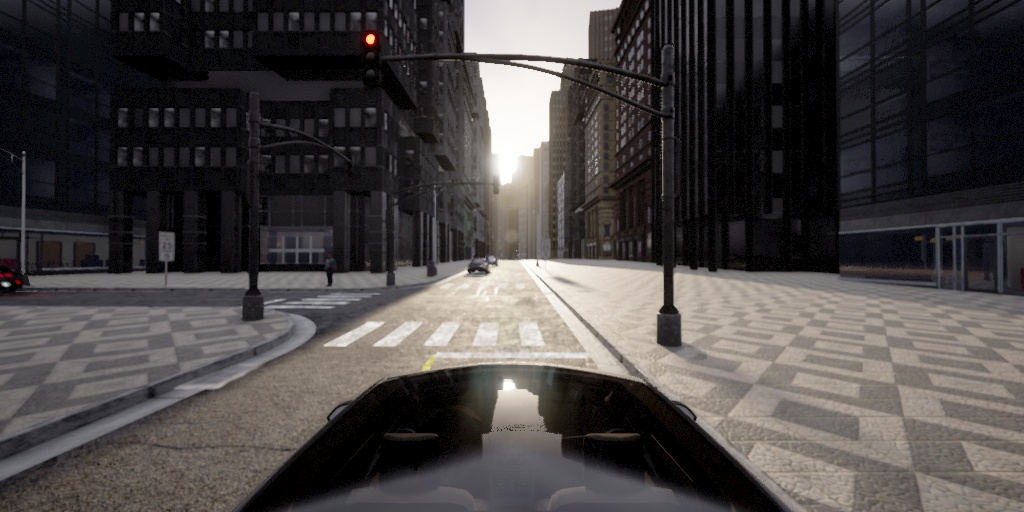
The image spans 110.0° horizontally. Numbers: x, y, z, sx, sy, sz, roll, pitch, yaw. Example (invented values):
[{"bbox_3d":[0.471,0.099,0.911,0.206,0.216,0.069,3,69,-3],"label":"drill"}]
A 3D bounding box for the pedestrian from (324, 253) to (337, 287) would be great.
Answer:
[{"bbox_3d":[-9.967,0.739,19.613,0.375,1.860,0.375,0,-1,0],"label":"pedestrian"}]

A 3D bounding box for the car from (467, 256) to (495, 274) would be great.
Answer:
[{"bbox_3d":[-3.023,0.902,33.604,2.033,1.411,5.357,0,1,0],"label":"car"}]

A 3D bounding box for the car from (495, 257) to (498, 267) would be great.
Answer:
[{"bbox_3d":[-2.968,0.716,50.138,1.812,1.442,4.674,0,1,0],"label":"car"}]

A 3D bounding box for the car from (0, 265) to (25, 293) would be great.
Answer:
[{"bbox_3d":[-25.847,1.039,16.627,4.892,1.490,1.837,1,0,0],"label":"car"}]
